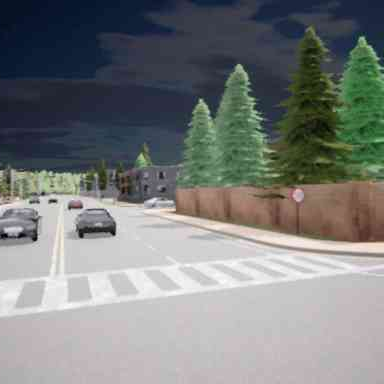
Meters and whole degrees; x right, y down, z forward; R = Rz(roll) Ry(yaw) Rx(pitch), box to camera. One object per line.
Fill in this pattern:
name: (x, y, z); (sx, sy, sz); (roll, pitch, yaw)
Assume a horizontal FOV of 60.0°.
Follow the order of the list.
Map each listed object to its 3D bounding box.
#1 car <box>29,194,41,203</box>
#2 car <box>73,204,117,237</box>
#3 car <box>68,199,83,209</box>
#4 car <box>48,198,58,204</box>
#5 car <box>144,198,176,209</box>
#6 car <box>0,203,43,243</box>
car: (-32.558, 1.785, 68.997); (1.882, 1.535, 5.008); (-1, 0, -21)
car: (-5.476, 1.611, 18.770); (1.994, 1.385, 4.181); (-1, 0, -21)
car: (-16.637, 1.714, 47.509); (1.994, 1.385, 4.181); (-1, 0, -21)
car: (-29.283, 1.867, 70.235); (1.895, 1.301, 4.718); (-1, 0, -21)
car: (-4.190, 1.508, 45.528); (4.674, 1.442, 1.812); (-1, 0, -24)
car: (-8.609, 1.574, 16.724); (2.128, 1.511, 4.902); (-1, 0, -21)
